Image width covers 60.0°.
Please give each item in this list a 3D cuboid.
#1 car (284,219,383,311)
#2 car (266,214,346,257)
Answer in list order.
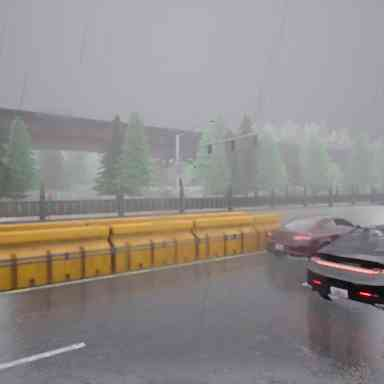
[{"bbox_3d":[4.441,1.449,6.964,4.902,1.511,2.128,0,0,-35],"label":"car"},{"bbox_3d":[4.501,1.468,11.296,4.674,1.442,1.812,0,0,-35],"label":"car"}]
